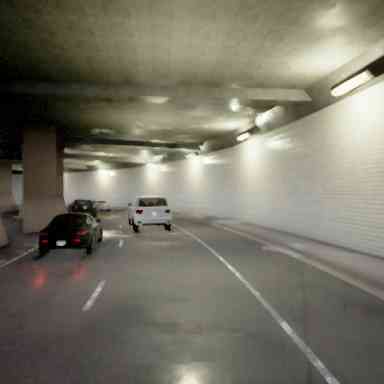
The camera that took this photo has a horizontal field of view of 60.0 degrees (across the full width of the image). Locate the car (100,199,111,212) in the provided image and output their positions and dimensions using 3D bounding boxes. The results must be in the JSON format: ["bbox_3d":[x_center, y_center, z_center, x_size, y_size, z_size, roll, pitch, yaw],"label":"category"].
[{"bbox_3d":[-10.853,1.570,38.066,1.812,1.442,4.674,0,0,-36],"label":"car"}]

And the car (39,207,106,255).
[{"bbox_3d":[-4.750,1.547,13.423,1.812,1.442,4.674,0,0,-9],"label":"car"}]

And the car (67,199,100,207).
[{"bbox_3d":[-10.222,1.397,30.654,2.097,1.767,4.553,-1,0,-27],"label":"car"}]

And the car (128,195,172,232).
[{"bbox_3d":[-2.714,1.226,20.671,2.150,2.045,5.566,0,0,-14],"label":"car"}]
